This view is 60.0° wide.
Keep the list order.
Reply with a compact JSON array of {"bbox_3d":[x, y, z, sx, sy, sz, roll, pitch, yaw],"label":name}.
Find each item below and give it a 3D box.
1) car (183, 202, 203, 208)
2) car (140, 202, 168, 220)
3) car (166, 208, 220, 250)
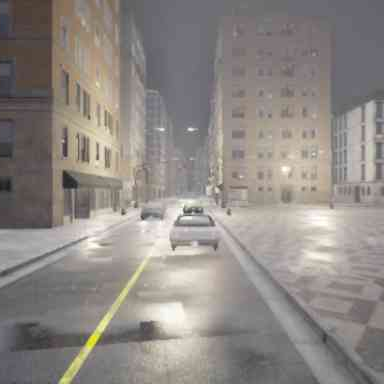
[{"bbox_3d":[0.106,1.554,31.506,1.895,1.301,4.718,0,0,0],"label":"car"},{"bbox_3d":[-3.031,1.507,27.575,2.033,1.411,5.357,0,0,1],"label":"car"},{"bbox_3d":[0.104,1.580,14.264,1.895,1.301,4.718,0,0,0],"label":"car"}]
